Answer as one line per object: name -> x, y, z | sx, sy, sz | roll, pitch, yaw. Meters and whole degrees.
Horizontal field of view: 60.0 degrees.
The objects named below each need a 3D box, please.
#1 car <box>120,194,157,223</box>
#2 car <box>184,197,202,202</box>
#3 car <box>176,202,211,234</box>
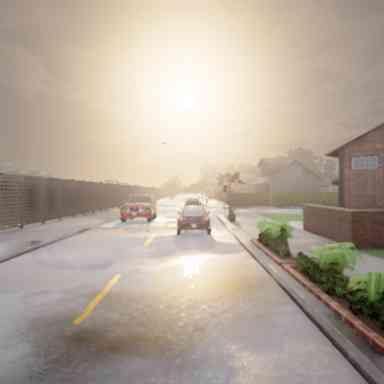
car -> -3.991, 1.170, 25.717 | 2.150, 2.045, 5.566 | 0, 0, 0
car -> 0.113, 1.432, 40.307 | 1.837, 1.490, 4.892 | 0, 0, 0
car -> 0.100, 1.492, 18.739 | 1.812, 1.442, 4.674 | 0, 0, 0
